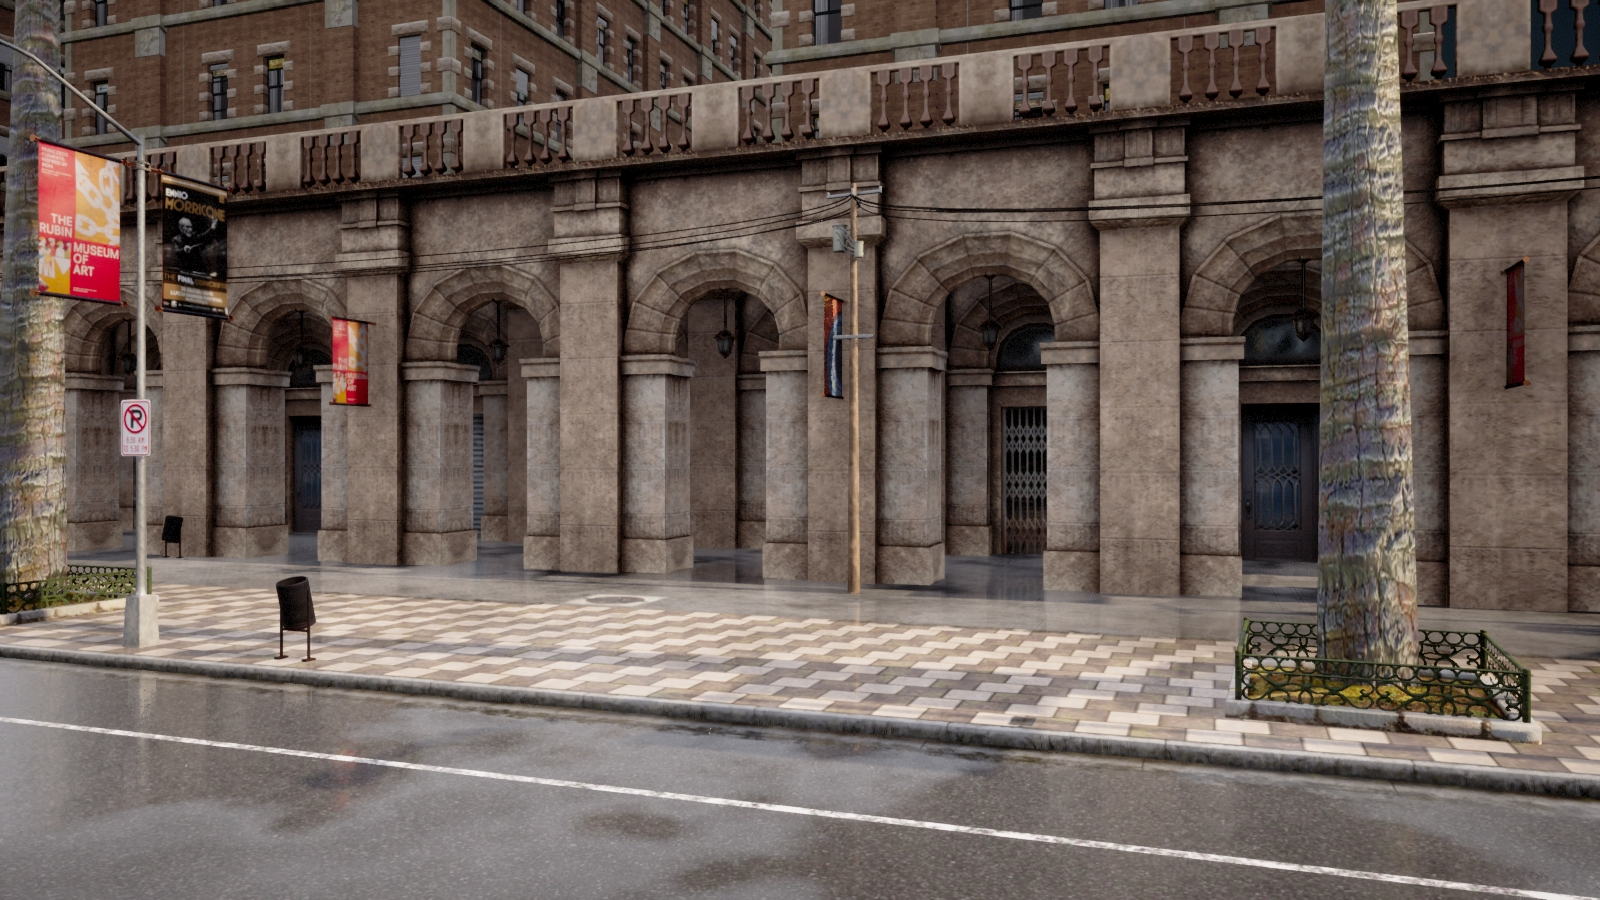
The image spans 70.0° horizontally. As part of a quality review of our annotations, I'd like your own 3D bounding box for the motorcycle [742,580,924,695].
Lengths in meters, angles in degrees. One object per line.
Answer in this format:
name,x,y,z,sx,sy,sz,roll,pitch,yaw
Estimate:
motorcycle,0.395,2.215,13.714,2.033,1.145,0.803,0,0,20
